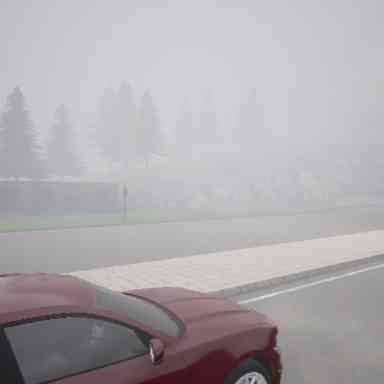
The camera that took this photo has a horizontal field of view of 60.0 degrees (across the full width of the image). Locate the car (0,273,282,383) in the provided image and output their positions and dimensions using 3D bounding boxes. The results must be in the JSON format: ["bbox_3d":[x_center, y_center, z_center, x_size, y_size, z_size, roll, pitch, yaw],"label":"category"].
[{"bbox_3d":[-1.351,1.477,2.781,5.008,1.535,1.882,0,0,-35],"label":"car"}]
